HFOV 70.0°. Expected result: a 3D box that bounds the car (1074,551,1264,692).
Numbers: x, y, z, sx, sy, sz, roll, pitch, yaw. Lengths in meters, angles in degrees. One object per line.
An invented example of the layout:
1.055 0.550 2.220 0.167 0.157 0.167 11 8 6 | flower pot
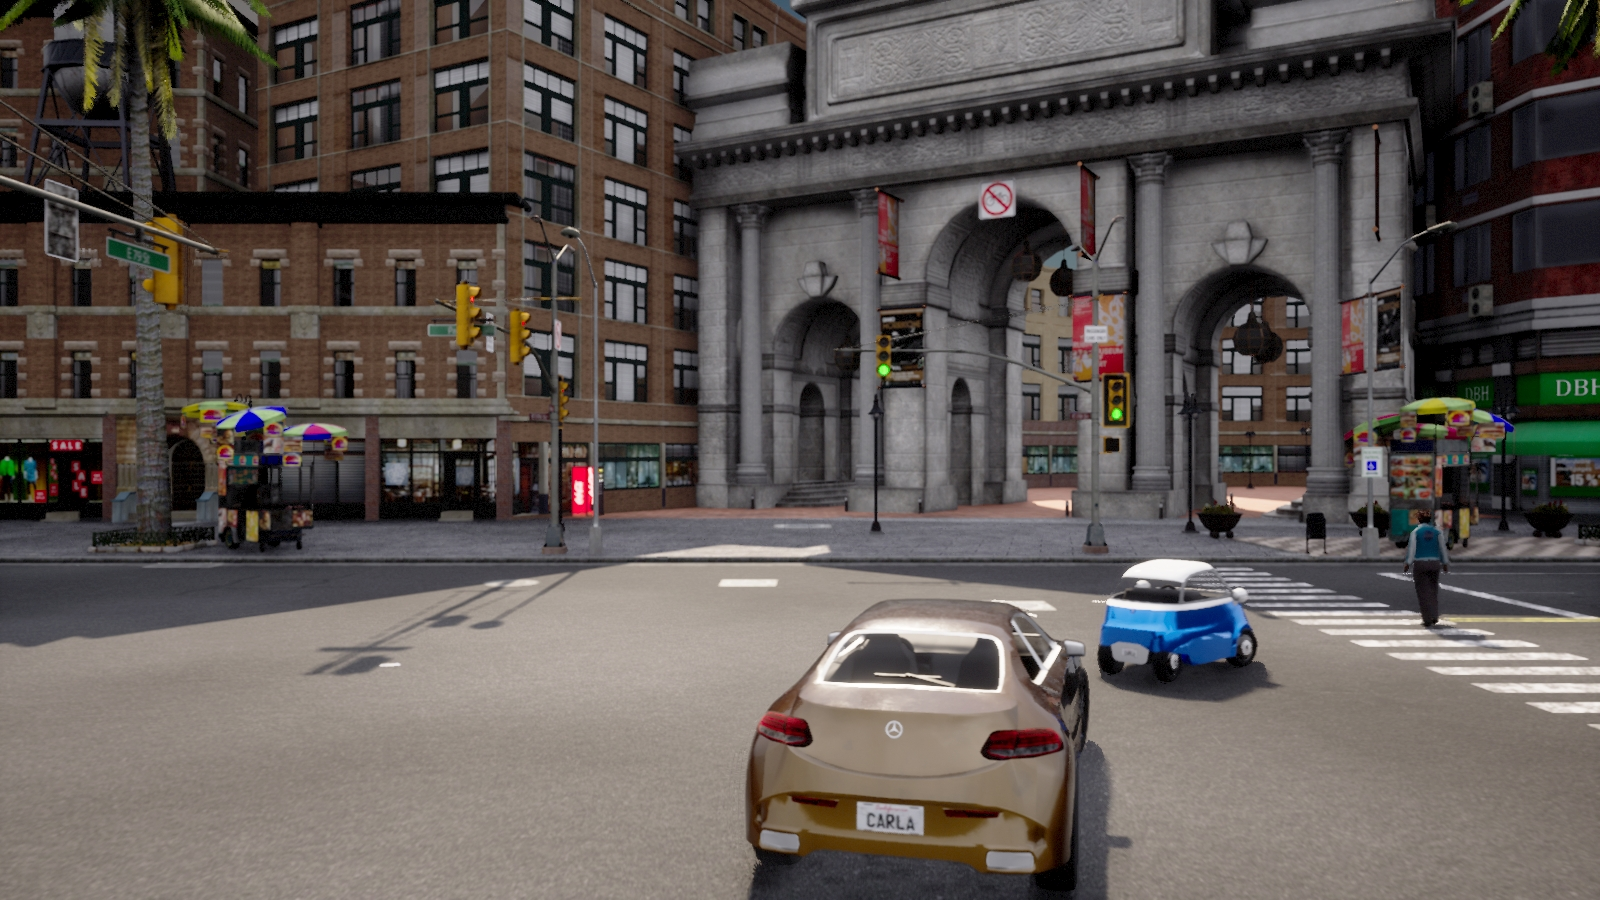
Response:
4.733 2.110 14.580 1.481 1.376 2.207 0 1 44 | car

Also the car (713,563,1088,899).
1.152 1.988 9.044 2.152 1.651 5.027 0 0 15 | car

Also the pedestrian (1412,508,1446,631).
9.751 1.835 17.720 0.375 1.860 0.375 0 0 15 | pedestrian
